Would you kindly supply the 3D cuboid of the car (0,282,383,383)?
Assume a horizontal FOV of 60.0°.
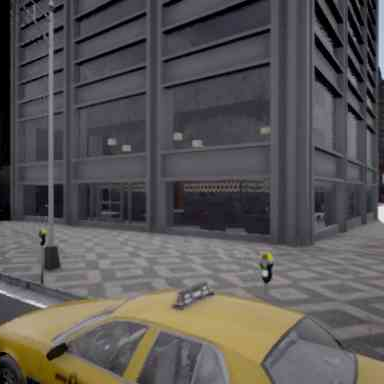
[{"bbox_3d":[-0.200,1.530,3.102,4.829,1.417,1.752,0,0,36],"label":"car"}]
